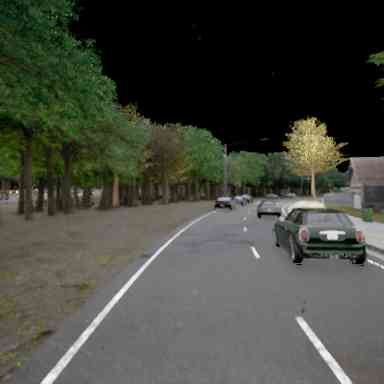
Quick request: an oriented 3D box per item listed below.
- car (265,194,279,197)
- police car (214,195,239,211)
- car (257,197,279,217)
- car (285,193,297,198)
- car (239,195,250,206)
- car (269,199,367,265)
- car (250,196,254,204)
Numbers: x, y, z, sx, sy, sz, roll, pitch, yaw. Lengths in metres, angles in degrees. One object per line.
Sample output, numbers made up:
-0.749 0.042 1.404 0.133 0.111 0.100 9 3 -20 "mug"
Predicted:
16.705 1.058 69.118 1.895 1.301 4.718 0 0 27 "car"
3.818 1.207 37.716 1.930 1.638 5.238 0 0 14 "police car"
6.690 1.420 28.992 1.994 1.385 4.181 0 0 11 "car"
24.768 0.912 83.241 1.994 1.385 4.181 0 0 33 "car"
6.567 1.236 47.169 1.812 1.442 4.674 0 0 18 "car"
4.224 1.305 11.725 2.097 1.767 4.553 0 0 4 "car"
8.526 1.145 52.811 1.882 1.535 5.008 0 0 20 "car"
